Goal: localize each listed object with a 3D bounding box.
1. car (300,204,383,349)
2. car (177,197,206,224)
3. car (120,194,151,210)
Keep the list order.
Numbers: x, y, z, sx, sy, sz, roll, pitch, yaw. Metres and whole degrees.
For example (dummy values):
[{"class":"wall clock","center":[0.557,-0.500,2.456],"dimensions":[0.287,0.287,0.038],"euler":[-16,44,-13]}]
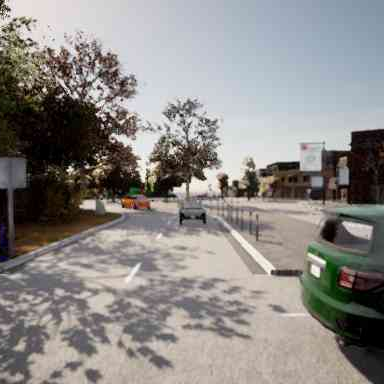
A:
[{"class":"car","center":[4.444,1.216,4.764],"dimensions":[5.566,2.045,2.435],"euler":[0,0,0]},{"class":"car","center":[-0.021,1.397,24.046],"dimensions":[2.128,1.511,4.902],"euler":[0,0,-2]},{"class":"car","center":[-6.810,1.150,39.628],"dimensions":[2.097,1.767,4.553],"euler":[0,0,-36]}]
